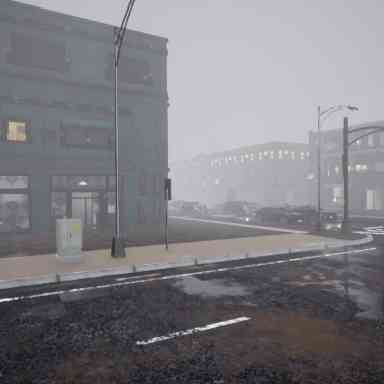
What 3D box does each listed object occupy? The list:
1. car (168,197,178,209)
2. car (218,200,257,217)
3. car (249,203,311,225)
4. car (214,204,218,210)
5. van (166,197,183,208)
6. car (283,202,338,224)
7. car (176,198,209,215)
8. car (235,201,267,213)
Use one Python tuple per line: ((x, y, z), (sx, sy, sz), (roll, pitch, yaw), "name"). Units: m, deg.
((-2.267, 1.997, 55.044), (1.882, 1.535, 5.008), (-1, 0, -29), "car")
((5.152, 1.671, 35.326), (2.097, 1.767, 4.553), (-1, 0, -29), "car")
((6.938, 1.814, 26.605), (1.947, 1.339, 4.313), (-1, 0, -29), "car")
((4.831, 1.966, 47.693), (1.802, 1.307, 4.206), (-1, 0, -29), "car")
((-3.316, 1.908, 62.166), (1.690, 1.788, 3.998), (-1, 0, -29), "van")
((9.705, 1.775, 27.233), (1.994, 1.385, 4.181), (-1, 0, -29), "car")
((0.238, 1.847, 38.759), (1.967, 1.590, 4.097), (-1, 0, -29), "car")
((7.544, 1.904, 42.869), (1.802, 1.307, 4.206), (-1, 0, -29), "car")
